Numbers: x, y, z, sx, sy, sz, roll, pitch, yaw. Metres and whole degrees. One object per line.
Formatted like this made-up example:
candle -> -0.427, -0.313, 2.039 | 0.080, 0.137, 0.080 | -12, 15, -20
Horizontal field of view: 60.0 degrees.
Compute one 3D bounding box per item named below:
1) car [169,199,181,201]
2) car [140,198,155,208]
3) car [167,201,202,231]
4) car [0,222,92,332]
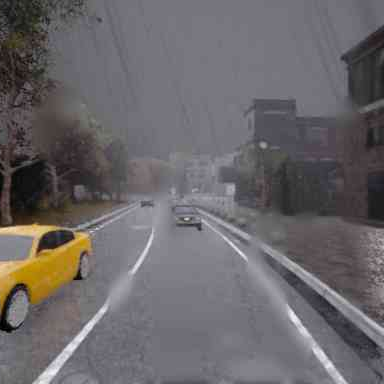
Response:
car -> -2.012, 1.503, 40.008 | 2.033, 1.411, 5.357 | 0, 0, -5
car -> -6.313, 1.519, 47.474 | 2.033, 1.411, 5.357 | 0, 0, -4
car -> -0.462, 1.520, 20.619 | 2.033, 1.411, 5.357 | 0, 0, -4
car -> -3.699, 1.486, 7.055 | 1.882, 1.535, 5.008 | 0, 0, 2
